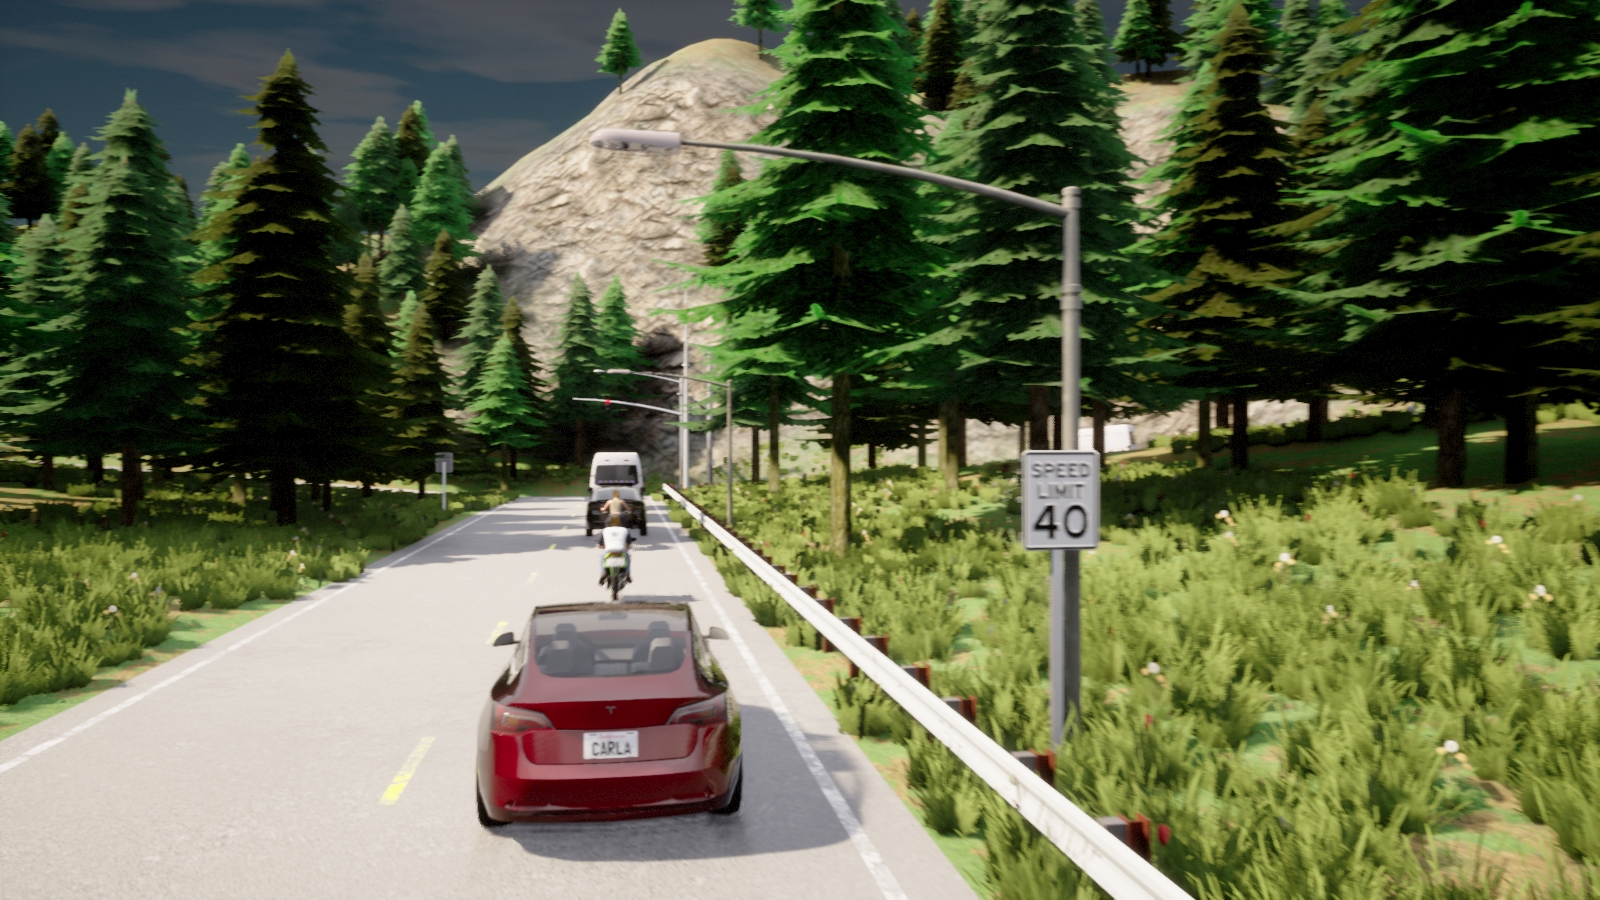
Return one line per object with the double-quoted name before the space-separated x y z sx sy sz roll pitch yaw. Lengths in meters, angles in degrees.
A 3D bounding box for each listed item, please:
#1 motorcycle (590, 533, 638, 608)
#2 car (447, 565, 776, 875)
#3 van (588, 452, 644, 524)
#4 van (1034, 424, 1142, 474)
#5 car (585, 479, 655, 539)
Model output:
"motorcycle" -3.342 2.129 20.564 0.803 1.145 2.033 0 -1 -9
"car" -1.607 2.020 9.985 2.163 1.488 4.792 0 0 -9
"van" -7.096 1.364 44.195 1.988 2.561 5.915 0 0 -9
"van" 17.540 -0.057 69.697 5.915 2.561 1.988 -5 -2 29
"car" -5.811 1.839 36.890 2.097 1.638 5.238 0 0 -9
